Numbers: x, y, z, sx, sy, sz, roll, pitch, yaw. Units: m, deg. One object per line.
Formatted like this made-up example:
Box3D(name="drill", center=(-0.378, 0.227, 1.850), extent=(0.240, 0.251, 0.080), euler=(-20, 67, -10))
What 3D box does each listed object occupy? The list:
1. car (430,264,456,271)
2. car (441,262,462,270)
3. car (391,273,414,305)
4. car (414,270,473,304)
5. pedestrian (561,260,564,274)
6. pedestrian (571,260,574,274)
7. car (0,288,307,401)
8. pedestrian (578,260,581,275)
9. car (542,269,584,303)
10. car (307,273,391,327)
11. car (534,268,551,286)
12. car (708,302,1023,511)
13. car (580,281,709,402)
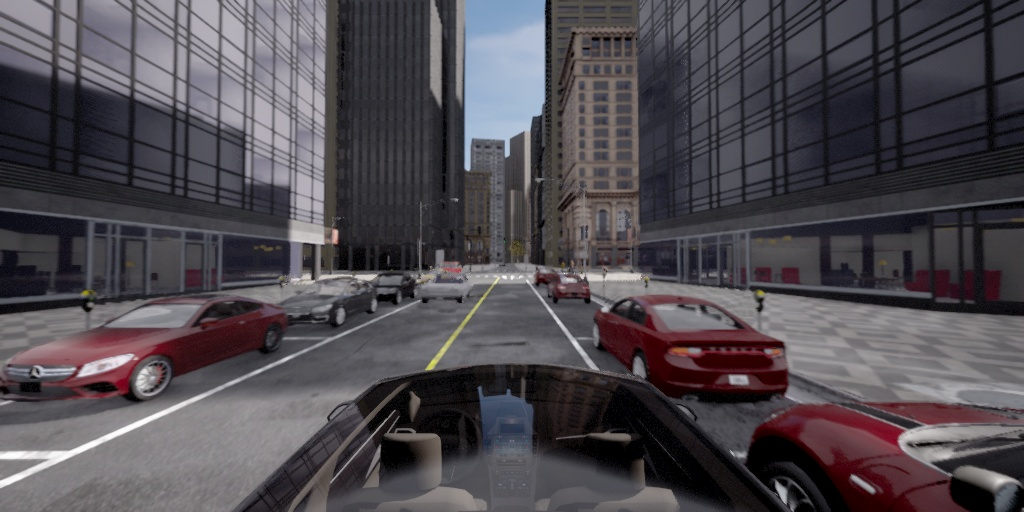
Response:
Box3D(name="car", center=(-5.859, 1.596, 28.118), extent=(1.751, 1.417, 4.829), euler=(0, 0, 0))
Box3D(name="car", center=(-5.860, 1.460, 33.747), extent=(2.192, 1.841, 5.009), euler=(0, 0, 0))
Box3D(name="car", center=(-5.859, 1.496, 17.371), extent=(1.948, 1.339, 4.313), euler=(0, 0, 0))
Box3D(name="car", center=(-3.102, 1.534, 17.640), extent=(1.895, 1.301, 4.718), euler=(0, -1, 0))
Box3D(name="pedestrian", center=(6.131, 1.420, 43.633), extent=(0.375, 1.860, 0.375), euler=(0, -1, 0))
Box3D(name="pedestrian", center=(7.131, 1.382, 42.433), extent=(0.375, 1.860, 0.375), euler=(0, -1, 0))
Box3D(name="car", center=(-5.858, 1.384, 6.454), extent=(1.802, 1.307, 4.207), euler=(0, 0, 0))
Box3D(name="pedestrian", center=(8.131, 1.338, 43.034), extent=(0.375, 1.860, 0.375), euler=(0, -1, 0))
Box3D(name="car", center=(2.667, 1.512, 17.368), extent=(1.802, 1.307, 4.207), euler=(0, 0, 0))
Box3D(name="car", center=(-5.858, 1.415, 11.913), extent=(2.007, 1.370, 4.403), euler=(0, 0, 0))
Box3D(name="car", center=(2.666, 1.617, 28.286), extent=(1.888, 1.381, 4.507), euler=(0, 0, 0))
Box3D(name="car", center=(2.668, 1.182, 0.991), extent=(1.967, 1.591, 4.097), euler=(0, 0, 0))
Box3D(name="car", center=(2.668, 1.347, 6.450), extent=(1.888, 1.381, 4.507), euler=(0, 0, 0))
